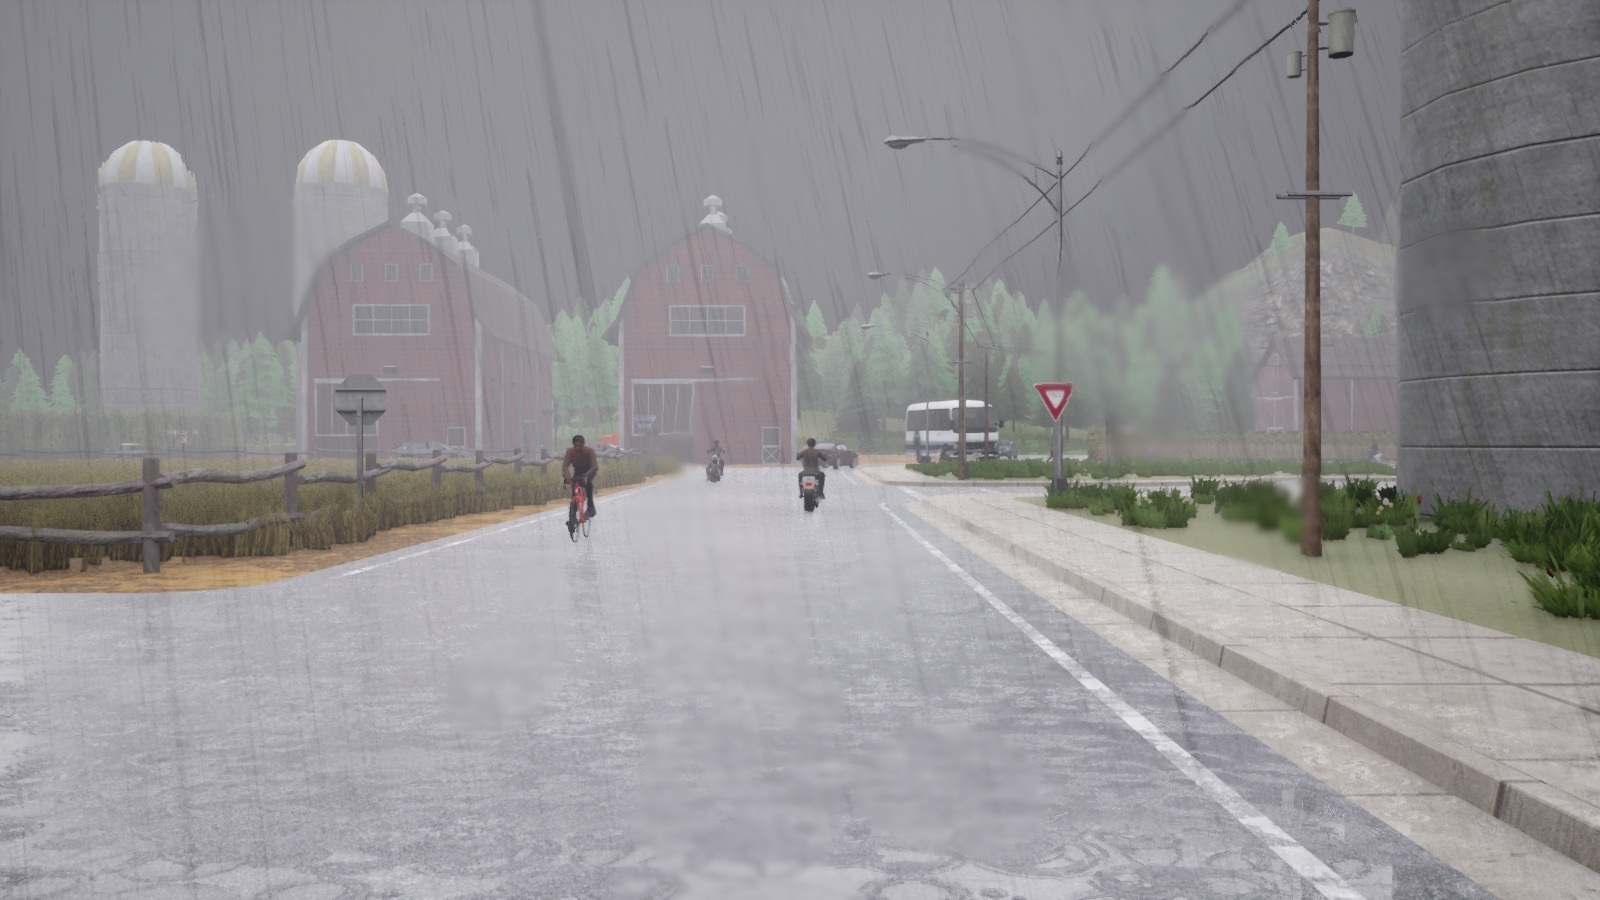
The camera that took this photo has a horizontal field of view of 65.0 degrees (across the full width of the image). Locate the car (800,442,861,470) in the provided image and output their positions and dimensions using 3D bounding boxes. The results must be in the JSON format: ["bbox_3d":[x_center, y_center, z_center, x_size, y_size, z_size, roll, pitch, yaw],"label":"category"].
[{"bbox_3d":[1.774,0.307,70.421,1.882,1.535,5.008,0,0,21],"label":"car"}]

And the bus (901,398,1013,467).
[{"bbox_3d":[10.316,-1.177,84.166,3.944,4.253,10.273,-2,1,-14],"label":"bus"}]

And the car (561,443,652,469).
[{"bbox_3d":[-11.110,0.330,72.214,4.792,1.488,2.163,0,0,4],"label":"car"}]

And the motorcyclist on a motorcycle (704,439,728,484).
[{"bbox_3d":[-3.215,0.423,48.118,0.766,1.649,2.350,0,0,0],"label":"motorcyclist on a motorcycle"}]

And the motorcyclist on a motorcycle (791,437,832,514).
[{"bbox_3d":[0.274,0.538,28.233,0.766,1.649,2.350,0,0,4],"label":"motorcyclist on a motorcycle"}]

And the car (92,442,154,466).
[{"bbox_3d":[-41.825,0.240,77.563,3.806,1.475,1.970,0,0,36],"label":"car"}]

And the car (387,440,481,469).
[{"bbox_3d":[-20.962,0.253,72.059,4.856,1.649,2.033,0,0,-3],"label":"car"}]

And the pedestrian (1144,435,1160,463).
[{"bbox_3d":[24.211,-0.067,86.439,0.873,1.952,0.659,0,0,-2],"label":"pedestrian"}]

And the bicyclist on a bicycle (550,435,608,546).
[{"bbox_3d":[-3.377,0.588,19.269,0.582,1.620,1.656,0,1,0],"label":"bicyclist on a bicycle"}]
